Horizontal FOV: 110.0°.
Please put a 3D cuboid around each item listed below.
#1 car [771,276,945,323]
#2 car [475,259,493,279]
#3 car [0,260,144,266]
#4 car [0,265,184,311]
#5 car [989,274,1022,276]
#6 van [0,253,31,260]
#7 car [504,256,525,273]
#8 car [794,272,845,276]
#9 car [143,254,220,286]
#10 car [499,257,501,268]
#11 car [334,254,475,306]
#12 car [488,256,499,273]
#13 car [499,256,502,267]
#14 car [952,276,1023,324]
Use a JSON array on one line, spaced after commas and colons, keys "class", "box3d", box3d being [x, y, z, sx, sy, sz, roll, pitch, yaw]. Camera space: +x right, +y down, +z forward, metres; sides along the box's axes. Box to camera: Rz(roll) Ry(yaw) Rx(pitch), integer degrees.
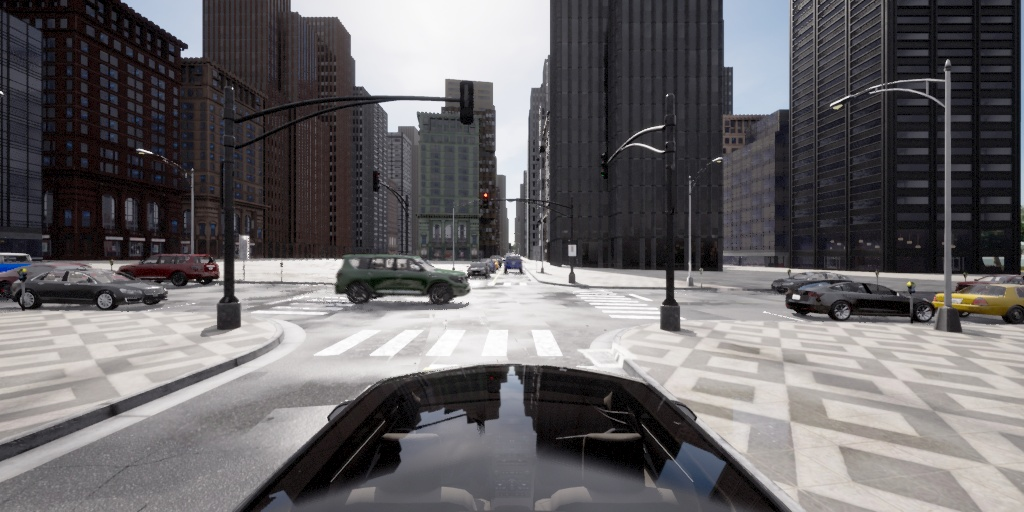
[{"class": "car", "box3d": [12.143, 1.524, 12.690, 4.313, 1.339, 1.948, 0, 0, 0]}, {"class": "car", "box3d": [-3.055, 1.254, 33.235, 1.837, 1.490, 4.892, 0, 0, 0]}, {"class": "car", "box3d": [-19.219, 1.027, 15.403, 4.674, 1.442, 1.812, 1, 0, 0]}, {"class": "car", "box3d": [-14.765, 1.116, 12.638, 4.403, 1.370, 2.007, 0, 0, 0]}, {"class": "car", "box3d": [29.094, 1.766, 21.187, 4.507, 1.381, 1.888, 0, 0, 0]}, {"class": "van", "box3d": [-31.118, 0.680, 21.191, 3.998, 1.789, 1.690, 0, 0, 0]}, {"class": "car", "box3d": [0.169, 0.973, 44.378, 2.150, 2.045, 5.566, 0, 0, 0]}, {"class": "car", "box3d": [17.808, 1.591, 21.206, 4.403, 1.370, 2.007, 0, 0, 0]}, {"class": "car", "box3d": [-20.199, 0.799, 21.173, 5.009, 1.841, 2.192, 0, 0, 0]}, {"class": "car", "box3d": [-3.017, 1.227, 52.486, 1.882, 1.535, 5.008, 0, 0, 0]}, {"class": "car", "box3d": [-4.609, 0.957, 15.379, 5.566, 2.045, 2.150, 0, 0, 0]}, {"class": "car", "box3d": [-3.038, 1.102, 42.288, 2.097, 1.767, 4.553, 0, 0, 0]}, {"class": "car", "box3d": [-2.954, 0.973, 63.188, 2.150, 2.045, 5.566, 0, 0, 1]}, {"class": "car", "box3d": [17.955, 1.571, 12.680, 4.829, 1.417, 1.751, 0, 0, 0]}]
